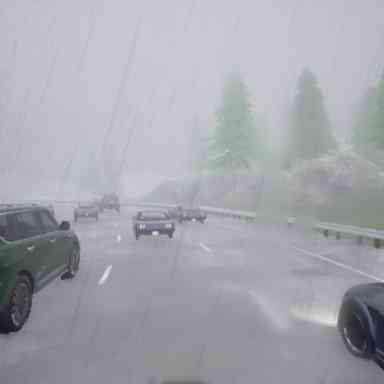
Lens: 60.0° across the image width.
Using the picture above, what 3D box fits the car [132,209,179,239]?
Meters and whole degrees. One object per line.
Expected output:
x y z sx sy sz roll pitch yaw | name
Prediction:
-2.165 1.620 17.528 1.895 1.301 4.718 0 0 -12 | car

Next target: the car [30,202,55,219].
-13.857 1.678 30.900 1.895 1.301 4.718 0 0 -24 | car

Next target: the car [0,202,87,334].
-3.967 1.243 6.835 2.150 2.045 5.566 0 0 -5 | car

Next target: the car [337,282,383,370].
3.232 1.552 3.331 1.994 1.385 4.181 0 0 -3 | car

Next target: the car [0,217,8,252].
-7.997 1.642 10.928 1.895 1.301 4.718 0 0 -8 | car

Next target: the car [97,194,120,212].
-10.111 1.287 39.113 2.150 2.045 5.566 0 0 -28 | car

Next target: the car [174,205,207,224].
-0.506 1.617 24.892 1.895 1.301 4.718 0 0 -16 | car

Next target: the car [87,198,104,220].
-8.895 1.545 27.781 2.128 1.511 4.902 0 0 -20 | car
